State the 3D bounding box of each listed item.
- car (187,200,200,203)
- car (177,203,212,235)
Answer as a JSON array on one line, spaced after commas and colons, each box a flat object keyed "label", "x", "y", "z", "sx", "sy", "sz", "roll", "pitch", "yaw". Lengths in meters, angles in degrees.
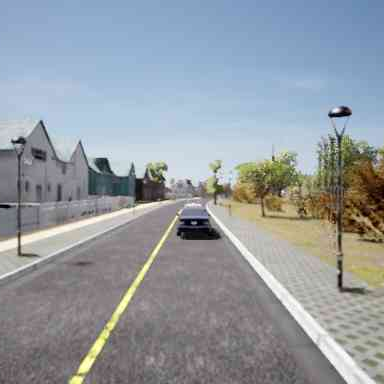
[{"label": "car", "x": 0.168, "y": 1.624, "z": 38.173, "sx": 1.895, "sy": 1.301, "sz": 4.718, "roll": 0, "pitch": 0, "yaw": 1}, {"label": "car", "x": 0.106, "y": 1.559, "z": 18.671, "sx": 2.033, "sy": 1.411, "sz": 5.357, "roll": 0, "pitch": 0, "yaw": 0}]
